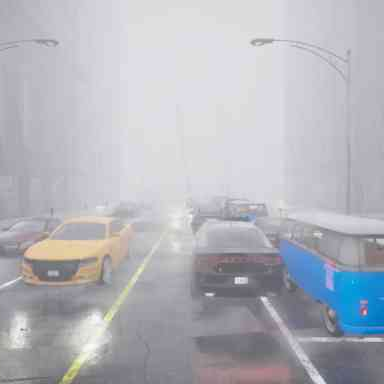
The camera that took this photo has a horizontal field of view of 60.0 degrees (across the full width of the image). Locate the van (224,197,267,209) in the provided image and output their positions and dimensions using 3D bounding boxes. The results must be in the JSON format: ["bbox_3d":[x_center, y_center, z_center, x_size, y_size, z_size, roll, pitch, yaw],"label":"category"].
[{"bbox_3d":[2.886,1.339,17.655,1.690,1.788,3.998,0,0,0],"label":"van"}]

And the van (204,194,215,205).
[{"bbox_3d":[2.971,1.305,57.197,1.690,1.788,3.998,0,0,0],"label":"van"}]

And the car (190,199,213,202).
[{"bbox_3d":[0.950,1.502,24.588,1.837,1.490,4.892,0,0,0],"label":"car"}]

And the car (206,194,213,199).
[{"bbox_3d":[2.922,1.306,34.602,2.192,1.841,5.009,0,0,0],"label":"car"}]

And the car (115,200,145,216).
[{"bbox_3d":[-5.614,1.539,28.969,1.887,1.381,4.507,0,0,0],"label":"car"}]

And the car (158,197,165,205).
[{"bbox_3d":[-5.554,1.530,57.215,1.947,1.339,4.313,0,0,0],"label":"car"}]

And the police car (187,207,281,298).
[{"bbox_3d":[0.916,1.424,8.699,1.930,1.638,5.238,0,0,0],"label":"police car"}]

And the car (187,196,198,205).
[{"bbox_3d":[0.124,1.523,60.005,1.994,1.385,4.181,0,0,0],"label":"car"}]

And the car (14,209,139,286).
[{"bbox_3d":[-2.982,1.476,9.652,1.882,1.535,5.008,0,0,0],"label":"car"}]

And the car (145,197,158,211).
[{"bbox_3d":[-5.589,1.569,40.267,1.802,1.307,4.206,0,0,0],"label":"car"}]

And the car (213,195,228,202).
[{"bbox_3d":[2.898,1.312,23.304,2.192,1.841,5.009,0,0,0],"label":"car"}]

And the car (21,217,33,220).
[{"bbox_3d":[-5.650,1.580,12.022,1.802,1.307,4.206,0,0,0],"label":"car"}]

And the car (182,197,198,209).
[{"bbox_3d":[0.106,1.473,44.993,2.128,1.511,4.902,0,0,0],"label":"car"}]

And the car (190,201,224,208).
[{"bbox_3d":[0.937,1.503,18.589,1.837,1.490,4.892,0,0,0],"label":"car"}]

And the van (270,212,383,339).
[{"bbox_3d":[2.862,1.340,6.359,1.690,1.788,3.998,0,0,0],"label":"van"}]

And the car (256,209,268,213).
[{"bbox_3d":[2.875,1.543,12.007,1.887,1.381,4.507,0,0,0],"label":"car"}]

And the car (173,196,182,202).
[{"bbox_3d":[-2.853,1.504,70.597,1.994,1.385,4.181,0,0,0],"label":"car"}]

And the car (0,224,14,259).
[{"bbox_3d":[-5.662,1.550,6.373,2.008,1.369,4.403,0,0,0],"label":"car"}]
